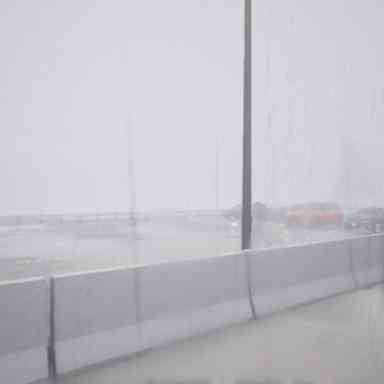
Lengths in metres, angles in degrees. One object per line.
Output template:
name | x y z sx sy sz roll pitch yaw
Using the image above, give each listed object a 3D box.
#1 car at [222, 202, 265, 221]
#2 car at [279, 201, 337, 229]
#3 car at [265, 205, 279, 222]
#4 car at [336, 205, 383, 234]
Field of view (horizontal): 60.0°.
car | 4.790 1.662 28.834 4.892 1.490 1.837 1 -1 -35
car | 8.473 1.504 22.866 4.553 1.767 2.097 0 0 -35
car | 8.794 1.722 27.361 5.357 1.411 2.033 1 0 -35
car | 11.320 1.667 20.587 4.892 1.490 1.837 1 -1 -35
